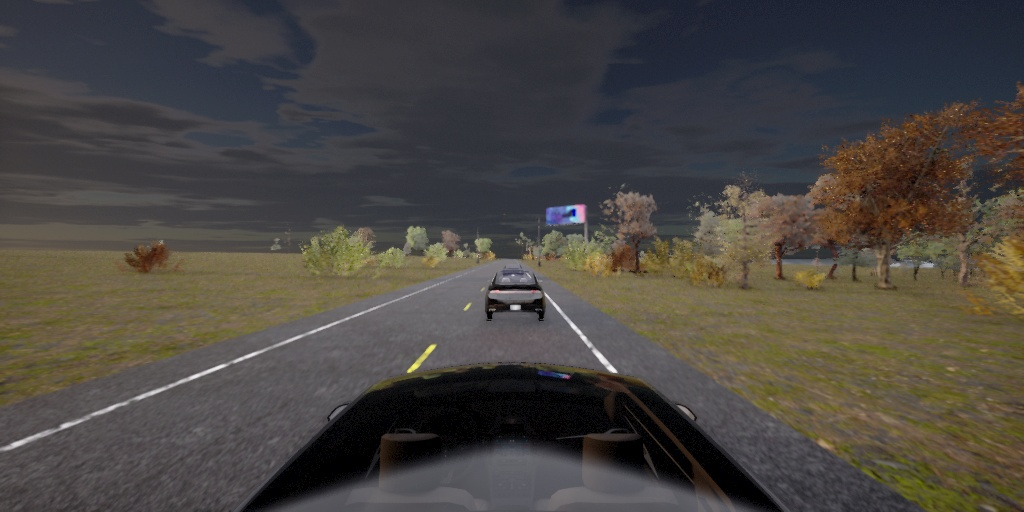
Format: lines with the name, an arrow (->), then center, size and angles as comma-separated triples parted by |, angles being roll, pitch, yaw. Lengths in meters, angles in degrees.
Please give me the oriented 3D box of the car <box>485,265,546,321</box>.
car -> 0.100, 1.245, 12.569 | 2.128, 1.511, 4.902 | 0, 0, 0
